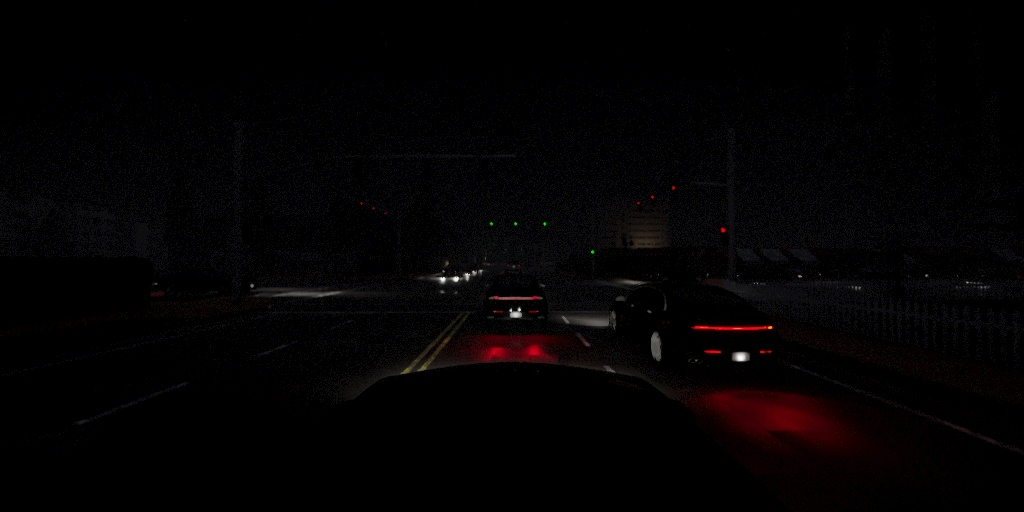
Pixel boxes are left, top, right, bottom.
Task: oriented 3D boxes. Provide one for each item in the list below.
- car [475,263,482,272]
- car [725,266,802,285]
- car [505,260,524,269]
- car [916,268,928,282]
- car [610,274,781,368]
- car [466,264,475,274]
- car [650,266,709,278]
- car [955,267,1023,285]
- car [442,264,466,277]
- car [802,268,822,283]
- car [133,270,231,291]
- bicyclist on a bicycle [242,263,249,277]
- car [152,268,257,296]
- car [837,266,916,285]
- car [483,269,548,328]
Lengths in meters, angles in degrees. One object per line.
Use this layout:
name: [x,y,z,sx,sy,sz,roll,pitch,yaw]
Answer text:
car: [-6.899,2.019,62.562,1.994,1.385,4.181,0,-1,1]
car: [19.512,1.555,28.470,4.902,1.511,2.128,0,-1,-1]
car: [0.239,1.551,51.709,2.150,2.045,5.566,0,-1,0]
car: [34.366,1.601,32.299,4.902,1.511,2.128,0,-1,-1]
car: [3.591,1.330,8.018,1.837,1.490,4.892,0,0,0]
car: [-6.966,1.864,52.519,1.812,1.442,4.674,0,-1,1]
car: [14.804,1.608,31.929,4.892,1.490,1.837,0,-1,1]
car: [38.770,1.597,28.889,4.674,1.442,1.812,0,-1,-1]
car: [-6.998,1.729,42.698,1.837,1.490,4.892,0,-1,0]
car: [24.543,1.653,32.085,5.357,1.411,2.033,0,-1,-1]
car: [-21.871,1.605,23.912,4.718,1.301,1.895,0,-1,-2]
bicyclist on a bicycle: [-26.302,1.434,35.117,0.582,1.620,1.656,0,0,-3]
car: [-17.446,1.458,20.615,4.902,1.511,2.128,0,-1,-2]
car: [28.771,1.593,28.670,4.674,1.442,1.812,0,-1,-1]
car: [0.113,1.360,11.886,2.128,1.511,4.902,0,-1,0]
